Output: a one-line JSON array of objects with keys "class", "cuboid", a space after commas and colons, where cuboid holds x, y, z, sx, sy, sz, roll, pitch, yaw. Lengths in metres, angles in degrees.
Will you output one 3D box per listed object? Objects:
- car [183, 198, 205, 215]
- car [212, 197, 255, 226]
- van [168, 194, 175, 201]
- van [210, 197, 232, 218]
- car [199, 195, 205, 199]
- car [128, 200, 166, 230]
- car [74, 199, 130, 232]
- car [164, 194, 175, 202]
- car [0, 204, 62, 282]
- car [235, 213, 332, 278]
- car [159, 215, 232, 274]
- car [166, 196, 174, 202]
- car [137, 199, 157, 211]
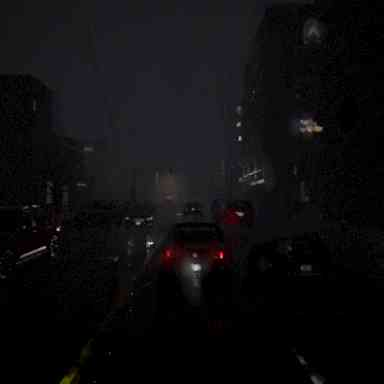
[{"class": "car", "cuboid": [0.098, 1.627, 32.698, 2.033, 1.411, 5.357, 0, 0, 0]}, {"class": "car", "cuboid": [2.707, 1.366, 20.866, 2.192, 1.841, 5.009, 1, 0, 0]}, {"class": "van", "cuboid": [-5.675, 1.558, 91.827, 1.690, 1.788, 3.998, 1, 0, 0]}, {"class": "van", "cuboid": [2.706, 1.418, 31.681, 1.690, 1.788, 3.998, 1, 0, 0]}, {"class": "car", "cuboid": [2.703, 1.657, 91.887, 1.967, 1.590, 4.097, 1, 0, 0]}, {"class": "car", "cuboid": [-3.100, 1.544, 21.616, 2.128, 1.511, 4.902, 0, 0, 0]}, {"class": "car", "cuboid": [-5.673, 1.366, 20.873, 2.192, 1.841, 5.009, 1, 0, 0]}, {"class": "car", "cuboid": [-5.755, 1.736, 80.457, 1.887, 1.381, 4.507, 1, 0, 0]}, {"class": "car", "cuboid": [-5.672, 1.340, 10.059, 2.192, 1.841, 5.009, 1, 0, 0]}, {"class": "car", "cuboid": [2.704, 1.576, 10.051, 2.008, 1.369, 4.403, 1, 0, 0]}, {"class": "car", "cuboid": [0.089, 1.628, 10.656, 1.895, 1.301, 4.718, 0, 0, 0]}, {"class": "car", "cuboid": [-5.679, 1.749, 86.139, 1.887, 1.381, 4.507, 1, 0, 0]}, {"class": "car", "cuboid": [-5.678, 1.654, 42.501, 2.008, 1.369, 4.403, 1, 0, 0]}]
